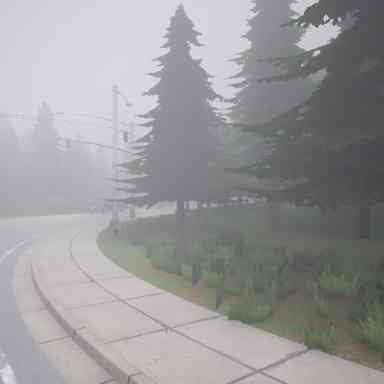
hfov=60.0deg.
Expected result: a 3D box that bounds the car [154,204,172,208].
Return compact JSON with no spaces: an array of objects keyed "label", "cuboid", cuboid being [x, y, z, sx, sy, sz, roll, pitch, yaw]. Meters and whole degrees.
[{"label":"car","cuboid":[-4.415,1.526,45.569,1.812,1.442,4.674,0,0,29]}]

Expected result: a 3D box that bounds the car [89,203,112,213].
[{"label":"car","cuboid":[-9.140,1.491,36.517,2.128,1.511,4.902,0,0,27]}]
